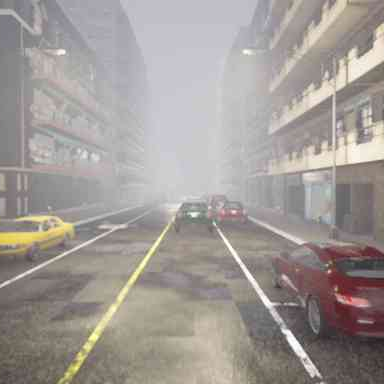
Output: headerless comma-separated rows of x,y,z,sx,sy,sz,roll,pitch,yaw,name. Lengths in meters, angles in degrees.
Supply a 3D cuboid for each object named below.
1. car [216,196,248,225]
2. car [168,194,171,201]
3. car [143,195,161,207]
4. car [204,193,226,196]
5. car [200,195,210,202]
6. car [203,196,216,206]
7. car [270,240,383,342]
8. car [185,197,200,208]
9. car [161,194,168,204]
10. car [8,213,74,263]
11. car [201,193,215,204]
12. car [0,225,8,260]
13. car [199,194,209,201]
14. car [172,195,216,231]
2.686,1.338,23.272,1.967,1.590,4.097,-1,0,0,car
-5.681,1.176,62.955,1.967,1.590,4.097,-1,0,0,car
-5.686,1.331,45.794,1.752,1.417,4.829,-1,0,0,car
2.687,1.166,34.600,2.192,1.841,5.009,-1,0,0,car
2.703,1.280,68.583,1.947,1.339,4.313,-1,0,0,car
2.696,1.307,51.762,1.752,1.417,4.829,-1,0,0,car
2.682,1.554,6.282,1.802,1.307,4.206,-1,0,0,car
0.115,1.412,44.215,1.895,1.301,4.718,0,0,0,car
-5.682,1.285,57.122,1.752,1.417,4.829,-1,0,0,car
-5.697,1.473,11.811,1.752,1.417,4.829,-1,0,0,car
2.695,1.074,57.255,2.192,1.841,5.009,-1,0,0,car
-5.699,1.498,6.147,1.752,1.417,4.829,-1,0,0,car
2.704,1.257,74.247,1.947,1.339,4.313,-1,0,0,car
0.107,1.265,19.772,2.097,1.767,4.553,0,0,0,car
